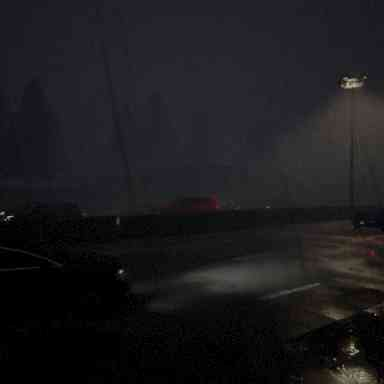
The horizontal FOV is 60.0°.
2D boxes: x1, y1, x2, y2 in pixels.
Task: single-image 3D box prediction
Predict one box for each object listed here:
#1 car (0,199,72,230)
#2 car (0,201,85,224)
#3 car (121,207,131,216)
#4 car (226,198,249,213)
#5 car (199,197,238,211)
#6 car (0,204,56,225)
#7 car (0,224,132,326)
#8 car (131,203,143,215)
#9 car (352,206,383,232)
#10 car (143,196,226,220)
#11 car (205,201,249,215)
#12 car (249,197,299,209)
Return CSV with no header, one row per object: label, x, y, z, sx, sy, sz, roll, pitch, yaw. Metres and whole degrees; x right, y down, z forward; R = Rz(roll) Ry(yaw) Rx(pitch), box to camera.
car,-10.586,1.407,22.116,4.553,1.767,2.097,0,0,-35
car,-8.564,1.401,19.258,4.553,1.767,2.097,0,0,-35
car,-4.401,1.667,30.746,4.181,1.385,1.994,0,0,-35
car,5.712,1.441,33.578,4.553,1.767,2.097,0,0,-35
car,3.236,1.429,40.395,4.674,1.442,1.812,0,0,-35
car,-12.632,1.626,24.955,4.181,1.385,1.994,0,0,-35
car,-3.438,1.497,5.594,4.902,1.511,2.128,0,0,-35
car,-2.523,1.660,27.788,4.181,1.385,1.994,0,0,-35
car,11.721,1.595,20.571,4.674,1.442,1.812,0,0,-35
car,-0.480,1.311,24.947,5.566,2.045,2.150,0,0,-35
car,3.853,1.696,36.550,4.718,1.301,1.895,0,0,-35
car,7.857,1.434,30.809,4.553,1.767,2.097,0,0,-35
